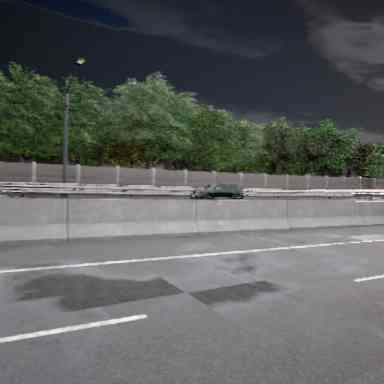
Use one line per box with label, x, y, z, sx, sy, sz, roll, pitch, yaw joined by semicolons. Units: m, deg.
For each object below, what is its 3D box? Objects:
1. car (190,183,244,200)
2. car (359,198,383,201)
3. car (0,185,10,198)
car;2.585;0.093;33.035;5.566;2.045;2.150;1;2;-28
car;14.885;1.126;27.767;4.718;1.301;1.895;1;3;-28
car;-10.202;0.399;14.236;4.553;1.767;2.097;1;2;-28
